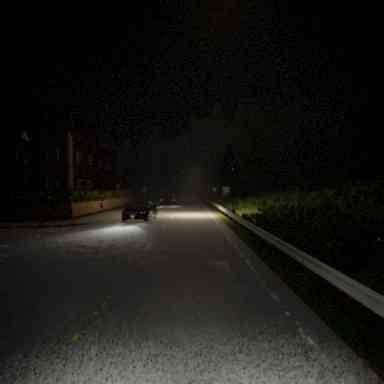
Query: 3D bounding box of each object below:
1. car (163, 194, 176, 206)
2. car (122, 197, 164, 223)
[{"bbox_3d":[-3.540,1.136,49.987,2.097,1.767,4.553,0,0,0],"label":"car"},{"bbox_3d":[-3.808,1.384,24.911,2.128,1.511,4.902,0,0,5],"label":"car"}]
